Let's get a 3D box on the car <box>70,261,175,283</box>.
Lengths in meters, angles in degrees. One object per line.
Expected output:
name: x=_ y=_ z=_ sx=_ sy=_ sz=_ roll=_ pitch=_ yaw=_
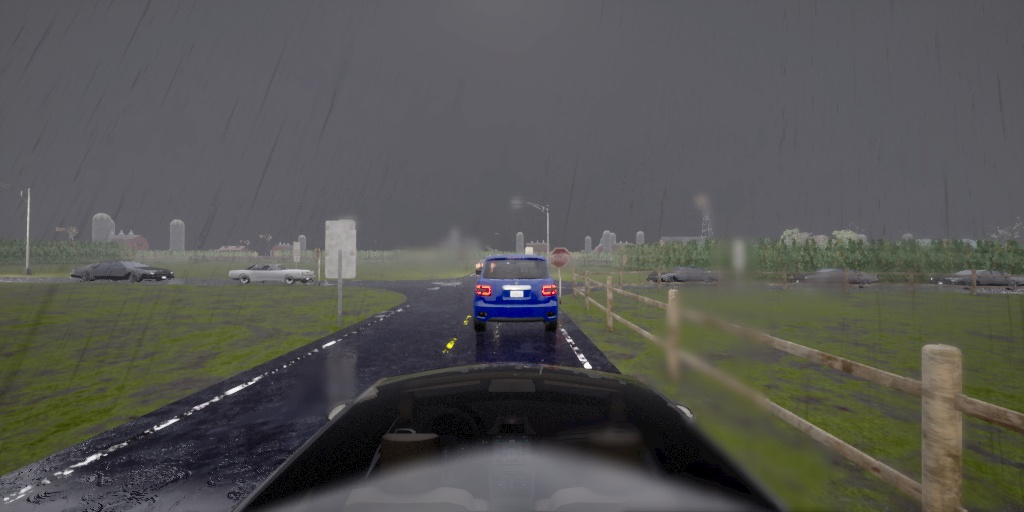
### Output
car: x=-25.701 y=1.012 z=23.745 sx=5.357 sy=1.411 sz=2.033 roll=1 pitch=-1 yaw=0

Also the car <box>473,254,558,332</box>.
car: x=0.057 y=0.973 z=11.010 sx=2.150 sy=2.045 sz=5.566 roll=0 pitch=0 yaw=-1

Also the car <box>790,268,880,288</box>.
car: x=23.941 y=1.611 z=26.626 sx=5.357 sy=1.411 sz=2.033 roll=1 pitch=-1 yaw=0

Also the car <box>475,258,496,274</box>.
car: x=-2.926 y=1.090 z=40.656 sx=2.097 sy=1.767 sz=4.553 roll=0 pitch=0 yaw=0

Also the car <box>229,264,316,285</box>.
car: x=-15.715 y=1.171 z=23.733 sx=4.718 sy=1.301 sz=1.895 roll=1 pitch=-1 yaw=0

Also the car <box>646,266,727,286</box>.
car: x=12.879 y=1.480 z=26.600 sx=5.357 sy=1.411 sz=2.033 roll=1 pitch=-1 yaw=-1

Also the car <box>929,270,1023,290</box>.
car: x=34.555 y=1.739 z=26.604 sx=5.357 sy=1.411 sz=2.033 roll=1 pitch=-1 yaw=0

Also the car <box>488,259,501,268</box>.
car: x=-2.955 y=1.264 z=61.219 sx=2.033 sy=1.411 sz=5.357 roll=0 pitch=0 yaw=0

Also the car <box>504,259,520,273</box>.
car: x=0.016 y=1.213 z=43.956 sx=1.882 sy=1.535 sz=5.008 roll=0 pitch=0 yaw=0

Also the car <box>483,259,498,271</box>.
car: x=-2.940 y=1.207 z=50.561 sx=1.882 sy=1.535 sz=5.008 roll=0 pitch=0 yaw=0
